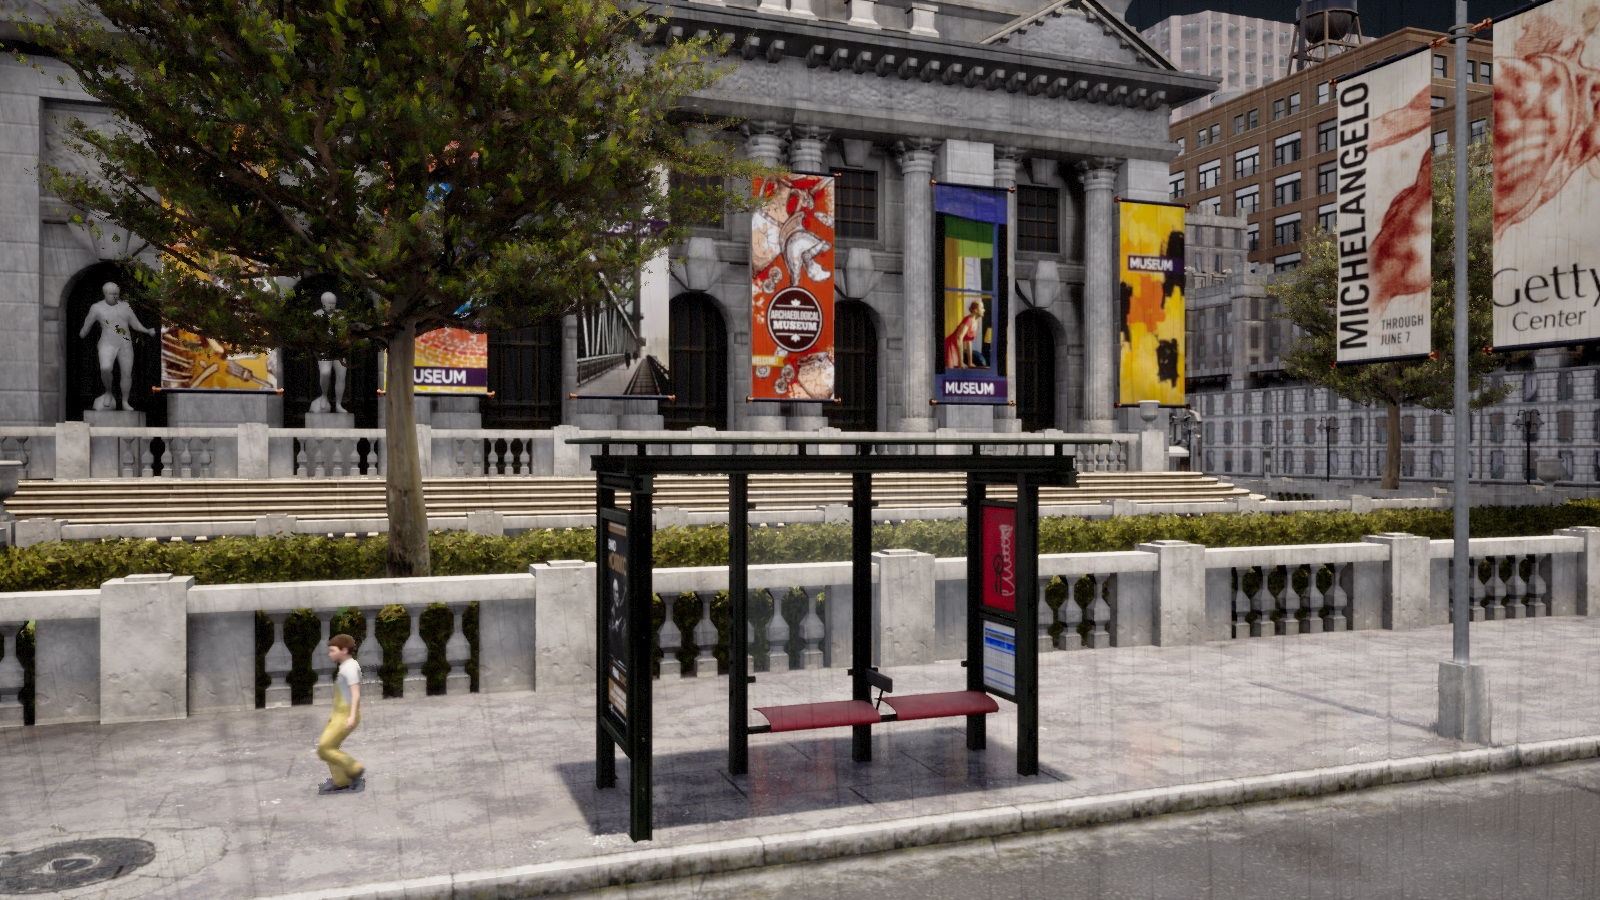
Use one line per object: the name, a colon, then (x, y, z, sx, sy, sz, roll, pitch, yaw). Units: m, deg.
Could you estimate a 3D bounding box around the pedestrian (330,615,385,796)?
pedestrian: (-3.458, 1.976, 8.922, 0.375, 1.300, 0.375, 0, 0, -25)
